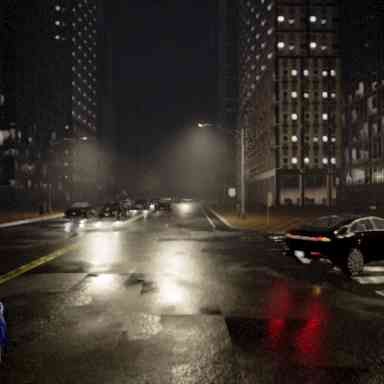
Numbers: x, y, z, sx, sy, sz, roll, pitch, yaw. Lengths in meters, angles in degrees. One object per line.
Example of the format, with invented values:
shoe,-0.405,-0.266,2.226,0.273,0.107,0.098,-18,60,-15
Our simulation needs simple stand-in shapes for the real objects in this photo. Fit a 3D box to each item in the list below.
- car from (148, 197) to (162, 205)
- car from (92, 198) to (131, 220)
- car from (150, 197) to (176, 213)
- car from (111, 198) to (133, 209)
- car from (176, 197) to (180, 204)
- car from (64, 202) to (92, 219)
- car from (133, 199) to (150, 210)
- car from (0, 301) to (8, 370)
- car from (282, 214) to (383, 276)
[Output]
car,-6.847,1.691,62.596,2.128,1.511,4.902,0,0,0
car,-6.758,1.582,28.681,1.837,1.490,4.892,0,0,0
car,-3.372,1.611,39.531,2.128,1.511,4.902,0,0,0
car,-10.083,1.625,48.492,2.128,1.511,4.902,0,0,0
car,-3.535,1.743,69.826,1.812,1.442,4.674,0,0,0
car,-10.013,1.639,30.182,1.994,1.385,4.181,0,0,0
car,-6.833,1.655,45.098,1.812,1.442,4.674,0,0,0
car,-3.169,1.478,2.062,1.882,1.535,5.008,0,0,0
car,4.925,1.413,9.976,4.902,1.511,2.128,0,-2,-30
